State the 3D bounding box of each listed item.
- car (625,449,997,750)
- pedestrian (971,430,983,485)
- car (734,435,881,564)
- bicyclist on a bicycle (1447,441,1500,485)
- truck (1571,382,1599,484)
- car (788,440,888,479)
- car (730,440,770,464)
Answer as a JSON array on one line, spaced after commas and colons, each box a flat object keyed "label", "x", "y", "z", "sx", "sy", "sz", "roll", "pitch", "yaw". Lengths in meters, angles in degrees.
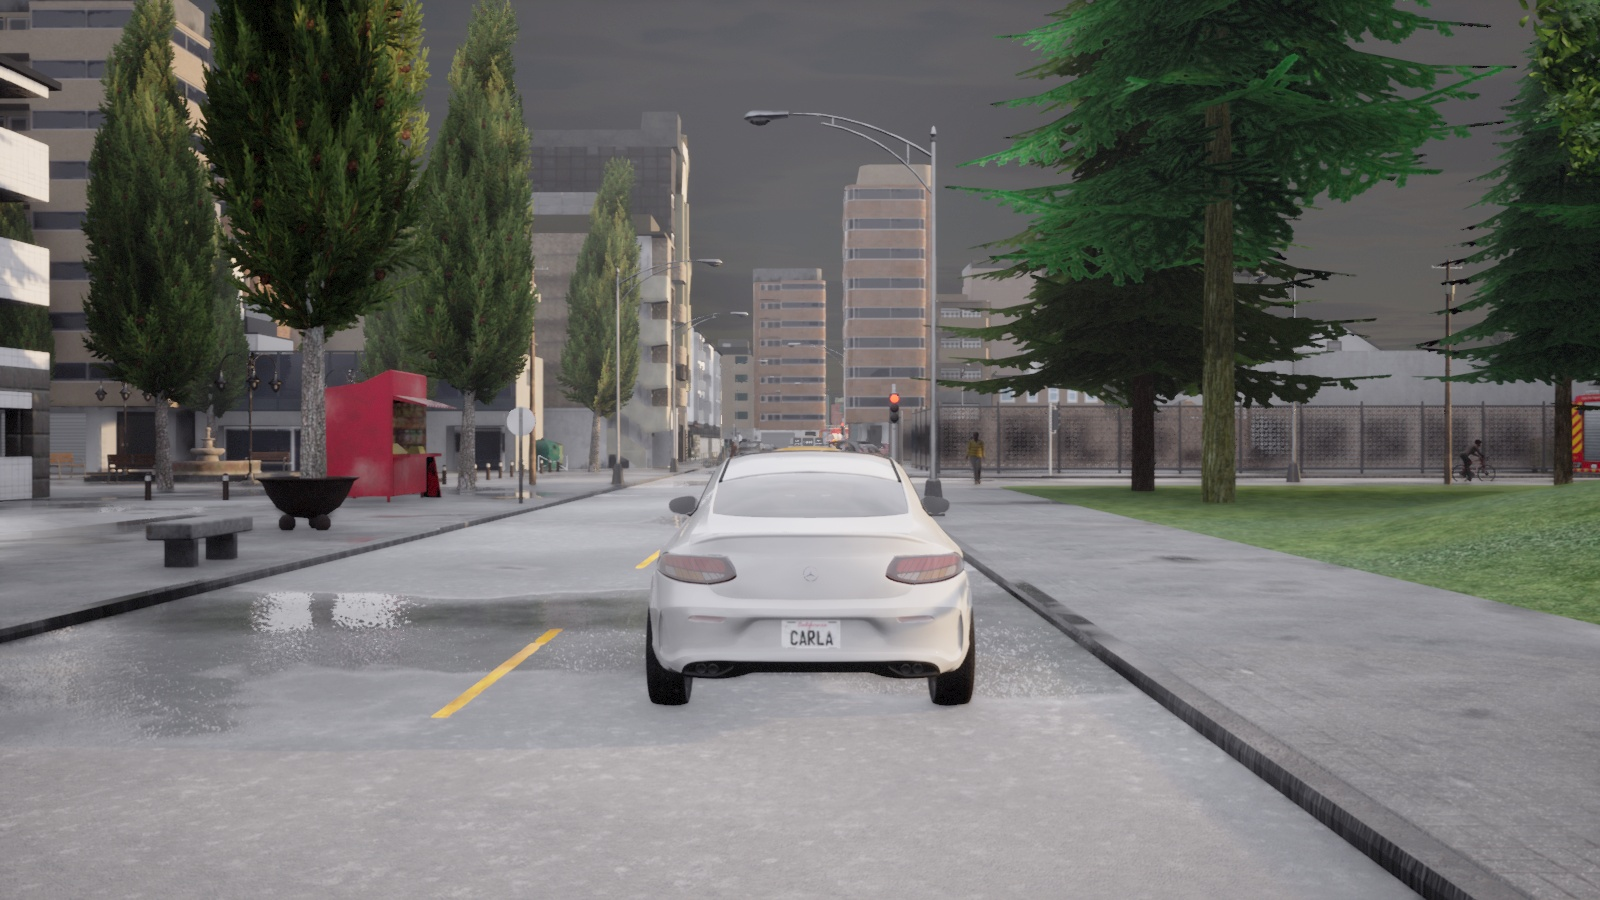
[{"label": "car", "x": 0.063, "y": 0.729, "z": 8.468, "sx": 1.812, "sy": 1.442, "sz": 4.674, "roll": 0, "pitch": 0, "yaw": 0}, {"label": "pedestrian", "x": 5.899, "y": 0.246, "z": 41.936, "sx": 0.370, "sy": 1.835, "sz": 0.726, "roll": 0, "pitch": 0, "yaw": 6}, {"label": "car", "x": 0.116, "y": 0.593, "z": 18.063, "sx": 1.801, "sy": 1.575, "sz": 5.366, "roll": 0, "pitch": 0, "yaw": 0}, {"label": "bicyclist on a bicycle", "x": 25.394, "y": 0.477, "z": 47.338, "sx": 1.656, "sy": 1.620, "sz": 0.582, "roll": 0, "pitch": 0, "yaw": 0}, {"label": "truck", "x": 34.133, "y": -0.633, "z": 47.276, "sx": 8.468, "sy": 3.827, "sz": 2.891, "roll": 0, "pitch": 0, "yaw": -1}, {"label": "car", "x": 1.610, "y": 0.370, "z": 53.792, "sx": 3.988, "sy": 1.617, "sz": 1.851, "roll": 0, "pitch": 1, "yaw": 41}, {"label": "car", "x": -3.597, "y": 0.122, "z": 90.857, "sx": 2.242, "sy": 1.667, "sz": 4.611, "roll": 0, "pitch": 0, "yaw": 6}]
